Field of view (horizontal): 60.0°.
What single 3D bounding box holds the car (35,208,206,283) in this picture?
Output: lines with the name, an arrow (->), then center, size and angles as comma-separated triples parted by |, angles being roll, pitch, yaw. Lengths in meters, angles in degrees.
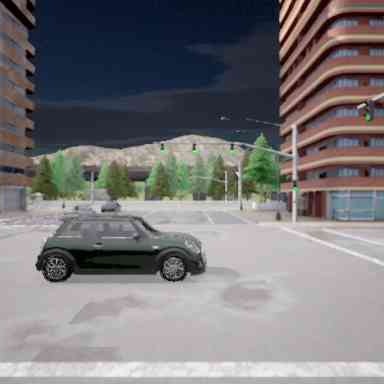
car -> -1.875, 1.459, 9.551 | 4.553, 1.767, 2.097 | 0, -1, 0

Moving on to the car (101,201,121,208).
car -> -10.564, 2.021, 43.624 | 1.837, 1.490, 4.892 | 0, -1, 0

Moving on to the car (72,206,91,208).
car -> -10.613, 1.975, 31.554 | 1.895, 1.301, 4.718 | 0, -1, 0
